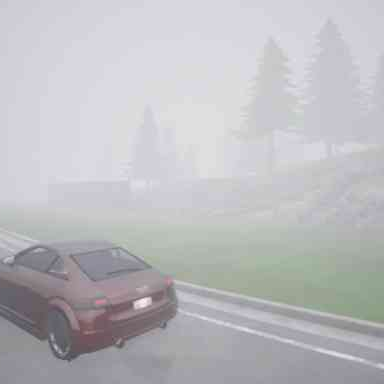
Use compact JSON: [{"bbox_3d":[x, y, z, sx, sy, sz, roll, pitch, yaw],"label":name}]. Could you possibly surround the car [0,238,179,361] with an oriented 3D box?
[{"bbox_3d":[-2.237,1.540,6.011,4.181,1.385,1.994,0,0,40],"label":"car"}]
